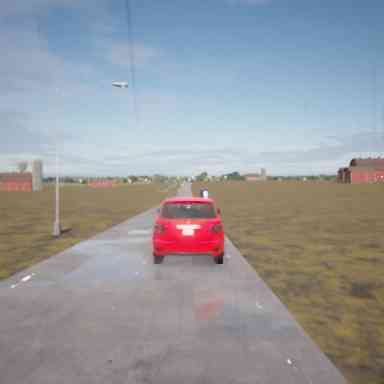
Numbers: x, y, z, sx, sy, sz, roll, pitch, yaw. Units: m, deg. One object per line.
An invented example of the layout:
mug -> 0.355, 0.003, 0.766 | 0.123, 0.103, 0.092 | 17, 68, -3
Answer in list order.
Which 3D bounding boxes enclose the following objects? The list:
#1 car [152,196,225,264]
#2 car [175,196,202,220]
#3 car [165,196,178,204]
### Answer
car -> -0.107, 1.176, 11.826 | 2.150, 2.045, 5.566 | 0, 0, 0
car -> -0.283, 1.242, 27.827 | 2.097, 1.767, 4.553 | 0, 0, 0
car -> -3.488, 1.336, 57.654 | 1.994, 1.385, 4.181 | 0, 0, 0
